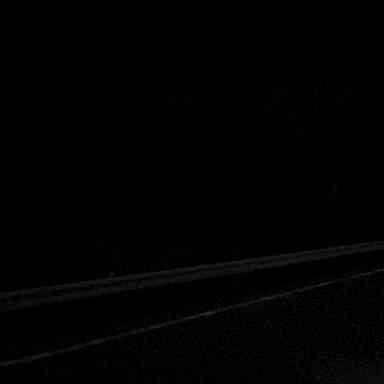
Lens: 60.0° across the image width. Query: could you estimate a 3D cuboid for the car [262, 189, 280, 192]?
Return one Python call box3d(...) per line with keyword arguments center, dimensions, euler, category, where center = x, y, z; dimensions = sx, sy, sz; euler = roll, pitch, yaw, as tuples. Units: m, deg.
box3d(center=(12.541, -0.045, 55.509), dimensions=(4.553, 1.767, 2.097), euler=(5, 1, 16), category="car")
